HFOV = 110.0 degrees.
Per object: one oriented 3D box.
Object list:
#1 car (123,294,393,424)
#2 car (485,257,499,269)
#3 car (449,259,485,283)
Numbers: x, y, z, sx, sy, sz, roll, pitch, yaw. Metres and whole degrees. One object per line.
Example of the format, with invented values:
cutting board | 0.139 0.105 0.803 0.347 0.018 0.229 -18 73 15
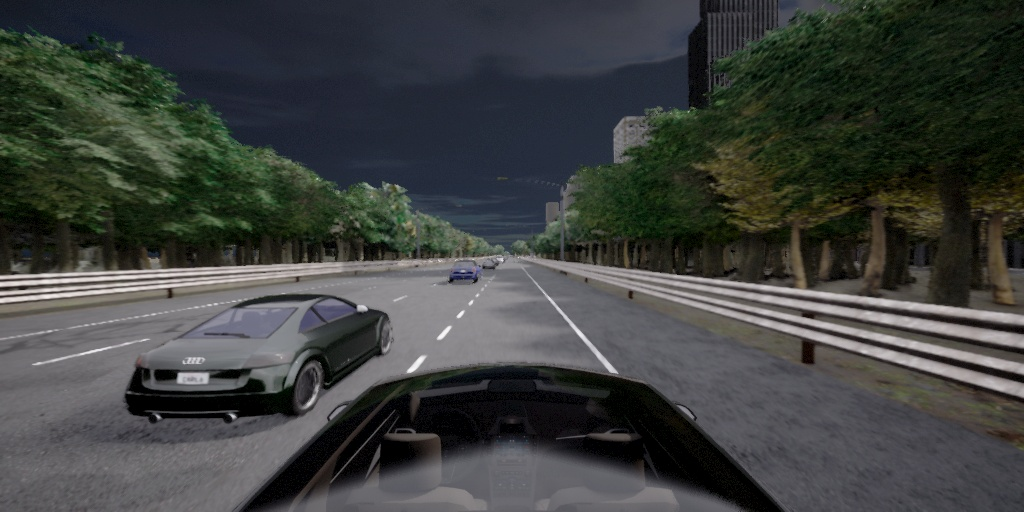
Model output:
car | -3.503 1.314 5.944 1.994 1.385 4.181 0 0 0
car | -3.508 1.308 55.071 1.994 1.385 4.181 0 0 0
car | -3.505 1.094 27.890 2.097 1.767 4.553 0 0 0
